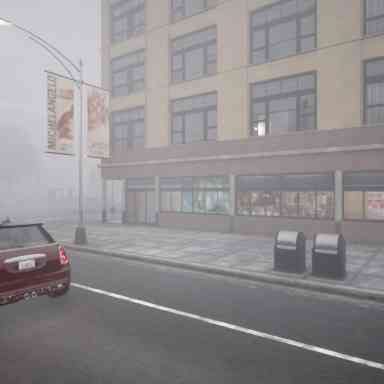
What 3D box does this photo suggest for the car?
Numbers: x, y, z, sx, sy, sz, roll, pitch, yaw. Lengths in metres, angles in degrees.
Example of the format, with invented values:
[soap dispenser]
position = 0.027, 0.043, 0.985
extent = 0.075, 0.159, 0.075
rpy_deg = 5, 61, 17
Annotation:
[car]
position = -4.756, 1.352, 7.367
extent = 4.553, 1.767, 2.097
rpy_deg = 0, 0, 36
